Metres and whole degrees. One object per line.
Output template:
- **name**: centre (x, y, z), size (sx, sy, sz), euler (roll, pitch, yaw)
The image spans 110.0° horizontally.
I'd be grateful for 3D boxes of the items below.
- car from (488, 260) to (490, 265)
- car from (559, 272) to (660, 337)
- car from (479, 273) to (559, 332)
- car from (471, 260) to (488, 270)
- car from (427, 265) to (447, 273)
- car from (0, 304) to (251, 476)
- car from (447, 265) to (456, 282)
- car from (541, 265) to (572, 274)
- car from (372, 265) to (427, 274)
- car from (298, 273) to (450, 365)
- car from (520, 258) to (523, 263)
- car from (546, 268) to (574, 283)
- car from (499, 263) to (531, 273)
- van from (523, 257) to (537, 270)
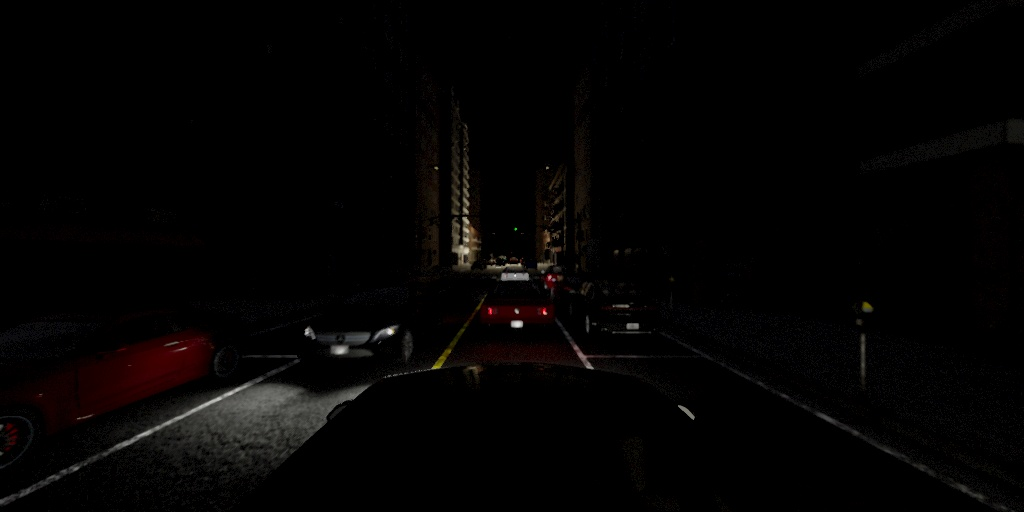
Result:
- **car**: centre (-5.103, 1.423, 59.430), size (1.888, 1.381, 4.507), euler (0, 0, 0)
- **car**: centre (2.673, 1.319, 10.079), size (2.007, 1.370, 4.403), euler (0, 0, 0)
- **car**: centre (0.144, 1.372, 10.921), size (1.895, 1.301, 4.718), euler (0, 0, 0)
- **car**: centre (-5.132, 1.416, 53.749), size (2.007, 1.370, 4.403), euler (0, 0, 0)
- **car**: centre (-5.298, 1.319, 20.979), size (1.751, 1.417, 4.829), euler (0, 0, 0)
- **car**: centre (-5.380, 1.338, 4.594), size (1.802, 1.307, 4.207), euler (0, 0, 0)
- **car**: centre (-5.269, 1.356, 26.667), size (2.007, 1.370, 4.403), euler (0, 0, 0)
- **car**: centre (2.728, 1.234, 21.117), size (1.967, 1.591, 4.097), euler (0, 0, 0)
- **car**: centre (-5.325, 1.221, 15.631), size (1.967, 1.591, 4.097), euler (0, 0, 0)
- **car**: centre (-2.823, 1.290, 8.228), size (1.812, 1.442, 4.674), euler (0, 0, 0)
- **car**: centre (2.950, 1.472, 65.079), size (1.802, 1.307, 4.207), euler (0, 0, 0)
- **car**: centre (2.700, 1.363, 15.598), size (1.802, 1.307, 4.207), euler (0, 0, 0)
- **car**: centre (0.220, 1.408, 26.996), size (1.895, 1.301, 4.718), euler (0, 0, 0)
- **van**: centre (2.893, 1.206, 53.717), size (1.690, 1.789, 3.998), euler (0, 0, 0)
